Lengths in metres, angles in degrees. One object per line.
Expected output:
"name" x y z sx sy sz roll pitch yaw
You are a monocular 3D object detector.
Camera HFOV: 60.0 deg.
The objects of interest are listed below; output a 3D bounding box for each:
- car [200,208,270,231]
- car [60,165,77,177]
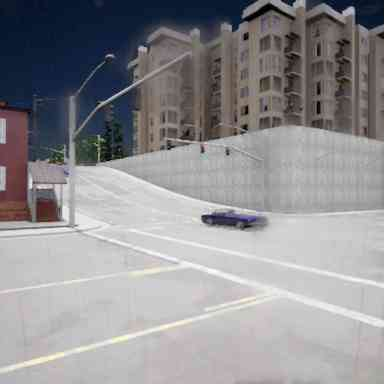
"car" 2.640 1.726 21.233 1.895 1.301 4.718 0 0 -36
"car" -19.721 -3.402 52.575 1.882 1.535 5.008 0 13 -36
